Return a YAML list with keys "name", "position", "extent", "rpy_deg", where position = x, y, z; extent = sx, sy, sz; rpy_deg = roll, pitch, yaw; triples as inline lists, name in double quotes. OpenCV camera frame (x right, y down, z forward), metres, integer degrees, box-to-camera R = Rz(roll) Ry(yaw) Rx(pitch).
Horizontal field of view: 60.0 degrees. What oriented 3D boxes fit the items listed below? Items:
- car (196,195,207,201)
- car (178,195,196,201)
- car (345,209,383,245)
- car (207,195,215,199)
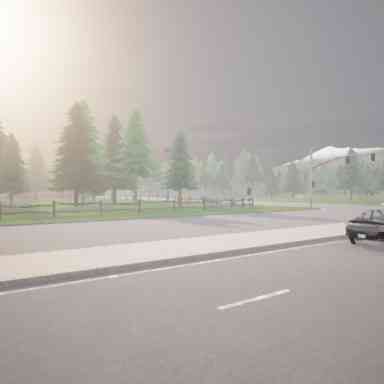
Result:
- name: "car"
  position: [1.074, 1.563, 85.885]
  extent: [1.895, 1.301, 4.718]
  rpy_deg: [0, 0, -35]
- name: "car"
  position: [-1.817, 1.445, 83.912]
  extent: [1.882, 1.535, 5.008]
  rpy_deg: [0, 0, -35]
- name: "car"
  position: [8.537, 1.493, 14.260]
  extent: [4.902, 1.511, 2.128]
  rpy_deg: [0, 0, -36]
- name: "car"
  position: [3.931, 1.508, 87.908]
  extent: [2.033, 1.411, 5.357]
  rpy_deg: [0, 0, -35]
